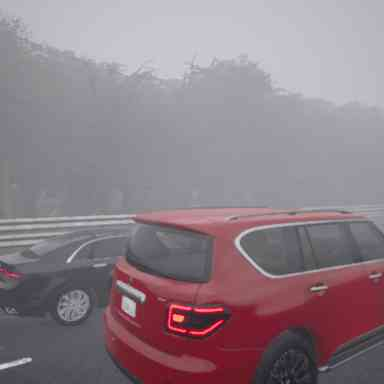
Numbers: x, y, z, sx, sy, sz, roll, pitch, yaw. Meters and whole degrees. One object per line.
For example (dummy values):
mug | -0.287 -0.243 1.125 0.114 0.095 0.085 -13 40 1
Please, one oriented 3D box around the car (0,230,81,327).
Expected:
car | -1.362 1.515 7.081 4.892 1.490 1.837 0 0 -36

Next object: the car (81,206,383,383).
car | 1.549 1.237 4.860 5.566 2.045 2.150 0 0 -36
